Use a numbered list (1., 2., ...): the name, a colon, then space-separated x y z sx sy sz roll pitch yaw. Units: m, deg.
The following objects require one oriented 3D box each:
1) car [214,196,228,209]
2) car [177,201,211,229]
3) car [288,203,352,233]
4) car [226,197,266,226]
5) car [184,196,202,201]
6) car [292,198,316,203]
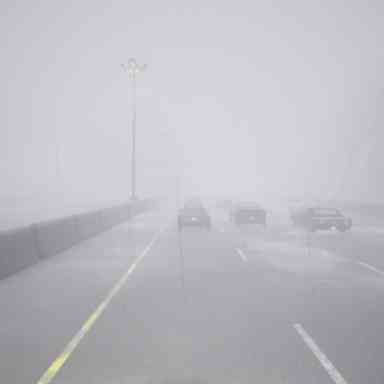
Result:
1. car: 3.631 1.218 38.602 1.812 1.442 4.674 0 1 0
2. car: 0.117 1.465 20.684 1.994 1.385 4.181 0 0 0
3. car: 7.115 1.518 18.930 1.895 1.301 4.718 0 0 0
4. car: 3.619 1.367 22.223 1.882 1.535 5.008 0 0 0
5. car: 0.131 1.193 37.918 2.128 1.511 4.902 0 1 0
6. car: 10.626 1.315 31.663 1.812 1.442 4.674 0 1 0
